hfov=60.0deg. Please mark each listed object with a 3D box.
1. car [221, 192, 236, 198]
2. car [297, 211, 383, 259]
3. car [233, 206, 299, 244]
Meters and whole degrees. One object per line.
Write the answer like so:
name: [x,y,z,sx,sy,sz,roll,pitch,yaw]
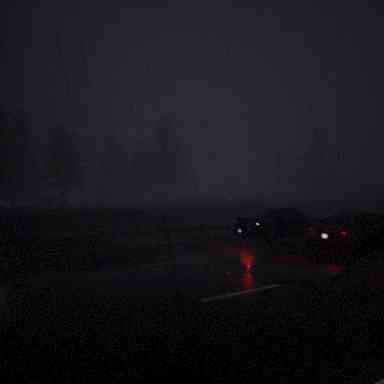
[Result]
car: [9.598,0.647,83.625,1.882,1.535,5.008,-1,1,-12]
car: [6.111,1.389,11.943,4.181,1.385,1.994,-1,1,-30]
car: [3.967,1.352,14.753,4.674,1.442,1.812,-1,1,-29]
